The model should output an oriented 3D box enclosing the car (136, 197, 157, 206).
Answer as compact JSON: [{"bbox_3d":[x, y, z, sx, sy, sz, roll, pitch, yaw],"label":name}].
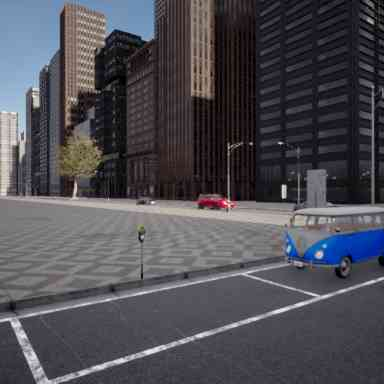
[{"bbox_3d":[-7.866,1.622,57.192,2.128,1.511,4.902,0,0,-36],"label":"car"}]

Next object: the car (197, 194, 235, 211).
[{"bbox_3d":[2.918,1.302,42.053,2.150,2.045,5.566,0,0,-36],"label":"car"}]

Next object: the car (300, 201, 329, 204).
[{"bbox_3d":[11.543,1.535,30.066,2.128,1.511,4.902,0,0,-36],"label":"car"}]

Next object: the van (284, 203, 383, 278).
[{"bbox_3d":[4.463,1.341,9.836,3.998,1.788,1.690,0,0,-36],"label":"van"}]
